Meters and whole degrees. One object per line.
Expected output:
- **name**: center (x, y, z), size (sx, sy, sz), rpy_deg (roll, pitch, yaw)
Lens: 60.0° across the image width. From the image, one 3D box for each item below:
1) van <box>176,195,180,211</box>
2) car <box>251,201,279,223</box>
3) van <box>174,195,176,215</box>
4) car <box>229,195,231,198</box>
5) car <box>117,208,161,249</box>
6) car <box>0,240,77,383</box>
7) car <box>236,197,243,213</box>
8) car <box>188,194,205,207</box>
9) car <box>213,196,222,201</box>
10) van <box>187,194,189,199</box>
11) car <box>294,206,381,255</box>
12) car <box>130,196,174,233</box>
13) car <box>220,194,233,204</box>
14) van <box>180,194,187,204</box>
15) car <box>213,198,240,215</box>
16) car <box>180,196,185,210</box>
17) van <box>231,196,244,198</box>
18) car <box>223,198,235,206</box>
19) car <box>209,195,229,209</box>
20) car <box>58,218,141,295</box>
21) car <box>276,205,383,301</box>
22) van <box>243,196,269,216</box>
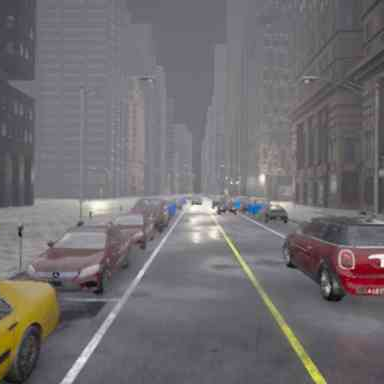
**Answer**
- **van**: center (-2.335, 1.343, 31.345), size (1.690, 1.788, 3.998), rpy_deg (0, 0, 1)
- **car**: center (6.107, 1.622, 25.556), size (2.008, 1.369, 4.403), rpy_deg (0, 0, 1)
- **van**: center (-2.416, 1.338, 25.669), size (1.690, 1.788, 3.998), rpy_deg (0, 0, 1)
- **car**: center (6.514, 1.541, 53.940), size (1.967, 1.590, 4.097), rpy_deg (0, 0, 1)
- **car**: center (-2.580, 1.569, 14.315), size (1.802, 1.307, 4.206), rpy_deg (0, 0, 1)
- **car**: center (-2.744, 1.503, 2.791), size (1.752, 1.417, 4.829), rpy_deg (0, 0, 1)
- **car**: center (6.269, 1.627, 36.910), size (1.887, 1.381, 4.507), rpy_deg (0, 0, 1)
- **car**: center (0.750, 1.556, 53.771), size (1.837, 1.490, 4.892), rpy_deg (1, 0, 1)
- **car**: center (7.061, 1.703, 92.265), size (2.008, 1.369, 4.403), rpy_deg (0, 0, 1)
- **van**: center (-1.928, 1.375, 59.730), size (1.690, 1.788, 3.998), rpy_deg (0, 0, 1)
- **car**: center (5.945, 1.501, 14.201), size (1.967, 1.590, 4.097), rpy_deg (0, 0, 1)
- **car**: center (-2.497, 1.307, 19.992), size (2.192, 1.841, 5.009), rpy_deg (0, 0, 1)
- **car**: center (6.677, 1.430, 65.294), size (2.192, 1.841, 5.009), rpy_deg (0, 0, 1)
- **van**: center (-2.091, 1.361, 48.376), size (1.690, 1.788, 3.998), rpy_deg (0, 0, 1)
- **car**: center (3.552, 1.657, 35.071), size (1.895, 1.301, 4.718), rpy_deg (1, 0, 1)
- **car**: center (-2.174, 1.596, 42.699), size (1.802, 1.307, 4.206), rpy_deg (0, 0, 1)
- **van**: center (6.352, 1.429, 42.587), size (1.690, 1.788, 3.998), rpy_deg (0, 0, 1)
- **car**: center (6.594, 1.690, 59.617), size (1.802, 1.307, 4.206), rpy_deg (0, 0, 1)
- **car**: center (3.654, 1.546, 46.122), size (1.882, 1.535, 5.008), rpy_deg (0, 0, 1)
- **car**: center (-2.661, 1.564, 8.638), size (1.802, 1.307, 4.206), rpy_deg (0, 0, 1)
- **car**: center (3.833, 1.387, 8.537), size (2.097, 1.767, 4.553), rpy_deg (0, 0, 1)
- **van**: center (6.189, 1.417, 31.233), size (1.690, 1.788, 3.998), rpy_deg (0, 0, 1)
